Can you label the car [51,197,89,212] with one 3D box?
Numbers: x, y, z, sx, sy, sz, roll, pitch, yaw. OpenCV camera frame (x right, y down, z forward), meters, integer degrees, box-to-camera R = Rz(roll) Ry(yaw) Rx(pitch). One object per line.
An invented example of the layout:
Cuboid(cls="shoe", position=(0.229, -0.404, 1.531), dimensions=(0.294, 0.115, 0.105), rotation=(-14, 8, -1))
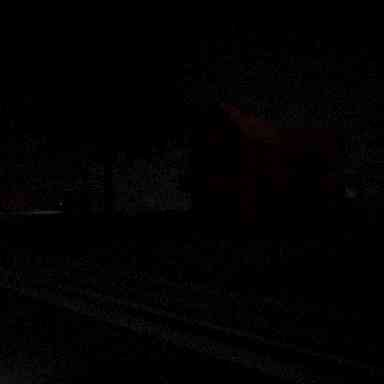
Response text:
Cuboid(cls="car", position=(-15.397, 1.477, 41.963), dimensions=(2.097, 1.767, 4.553), rotation=(0, 0, 34))
